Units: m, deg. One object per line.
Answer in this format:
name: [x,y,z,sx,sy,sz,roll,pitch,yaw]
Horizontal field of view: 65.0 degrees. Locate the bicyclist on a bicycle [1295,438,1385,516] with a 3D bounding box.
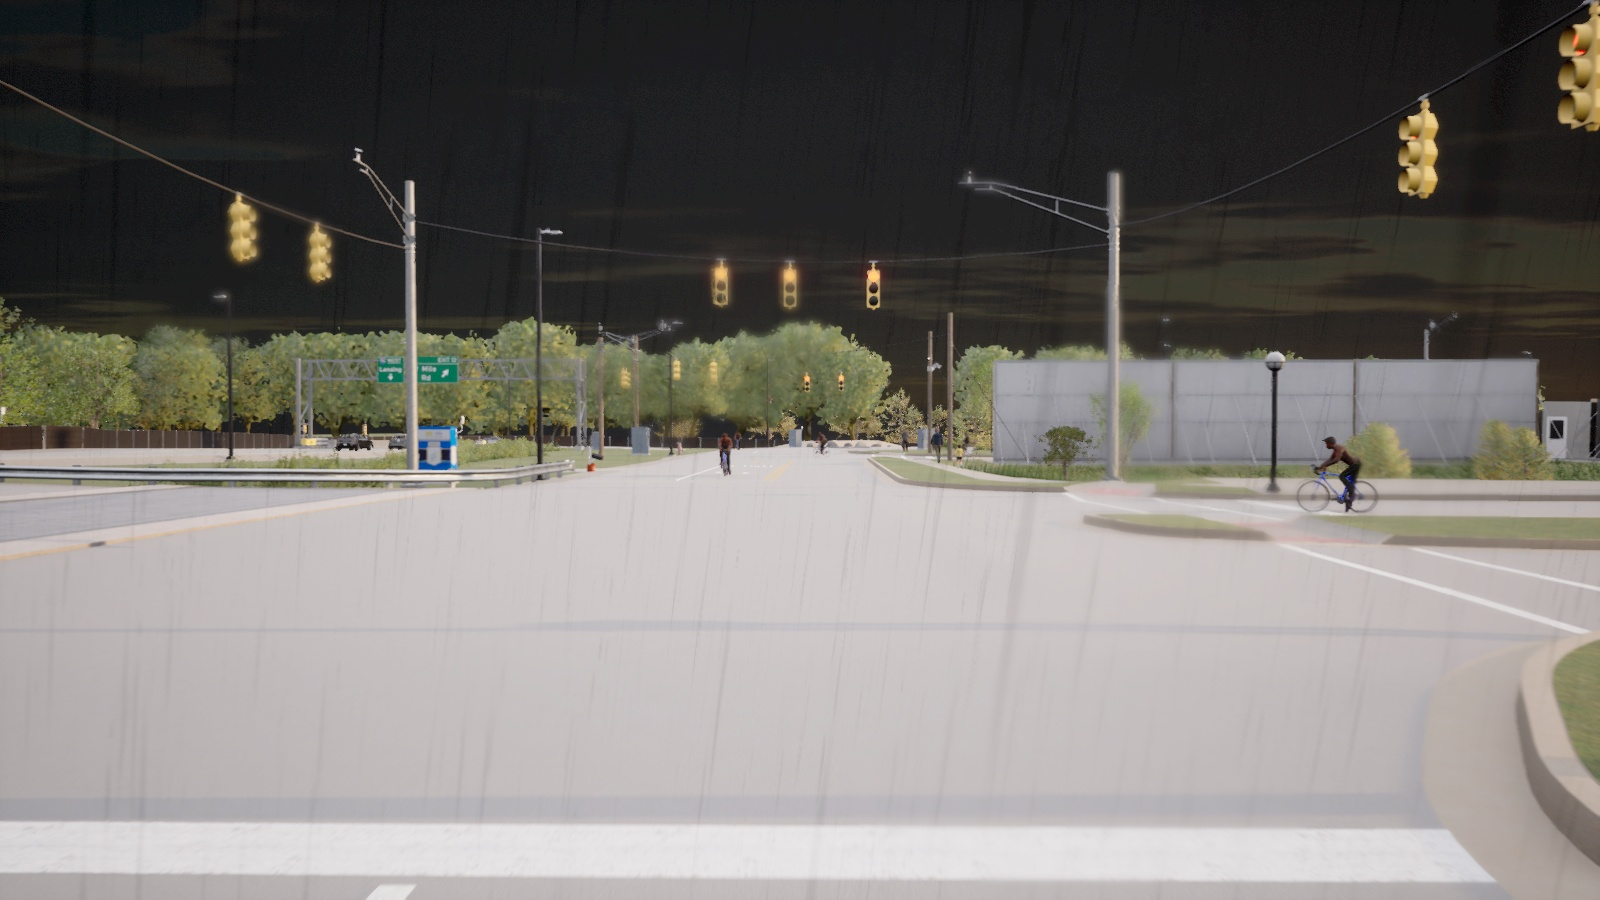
bicyclist on a bicycle: [11.402,0.559,26.560,1.656,1.620,0.582,1,1,11]

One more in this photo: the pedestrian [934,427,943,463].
pedestrian: [7.140,-0.243,64.768,0.402,1.842,0.726,0,2,1]
